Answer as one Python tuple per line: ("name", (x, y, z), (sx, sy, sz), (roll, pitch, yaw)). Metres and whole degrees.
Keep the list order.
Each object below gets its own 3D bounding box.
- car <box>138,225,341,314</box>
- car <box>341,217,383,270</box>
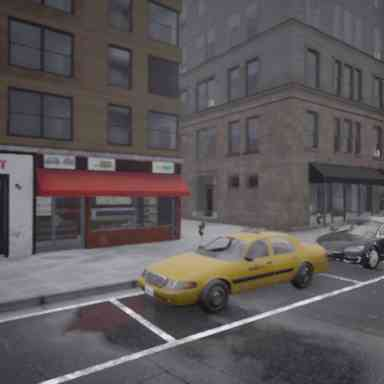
("car", (1.170, 1.511, 7.595), (4.829, 1.417, 1.752), (0, 1, -36))
("car", (5.778, 1.522, 10.886), (4.403, 1.369, 2.008), (0, 1, -36))
